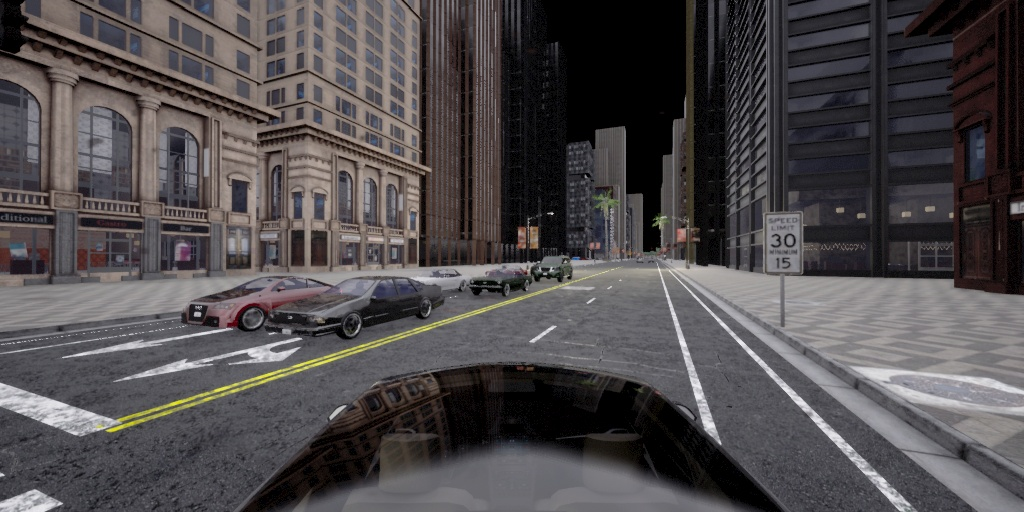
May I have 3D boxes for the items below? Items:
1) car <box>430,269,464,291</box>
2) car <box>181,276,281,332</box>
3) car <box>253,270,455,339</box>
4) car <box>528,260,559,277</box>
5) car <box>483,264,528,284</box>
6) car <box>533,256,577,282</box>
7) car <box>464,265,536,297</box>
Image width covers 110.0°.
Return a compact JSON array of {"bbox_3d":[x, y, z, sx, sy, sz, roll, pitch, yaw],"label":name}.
[{"bbox_3d":[-4.070,1.356,19.173,1.895,1.301,4.718,0,0,22],"label":"car"},{"bbox_3d":[-7.313,1.315,11.034,1.994,1.385,4.181,0,0,22],"label":"car"},{"bbox_3d":[-4.042,1.299,10.471,2.033,1.411,5.357,0,0,22],"label":"car"},{"bbox_3d":[3.443,1.250,37.889,1.882,1.535,5.008,0,0,22],"label":"car"},{"bbox_3d":[-0.376,1.363,28.424,1.895,1.301,4.718,0,0,22],"label":"car"},{"bbox_3d":[3.481,0.986,29.310,2.150,2.045,5.566,0,0,22],"label":"car"},{"bbox_3d":[-0.488,1.357,19.377,1.895,1.301,4.718,0,0,22],"label":"car"}]
